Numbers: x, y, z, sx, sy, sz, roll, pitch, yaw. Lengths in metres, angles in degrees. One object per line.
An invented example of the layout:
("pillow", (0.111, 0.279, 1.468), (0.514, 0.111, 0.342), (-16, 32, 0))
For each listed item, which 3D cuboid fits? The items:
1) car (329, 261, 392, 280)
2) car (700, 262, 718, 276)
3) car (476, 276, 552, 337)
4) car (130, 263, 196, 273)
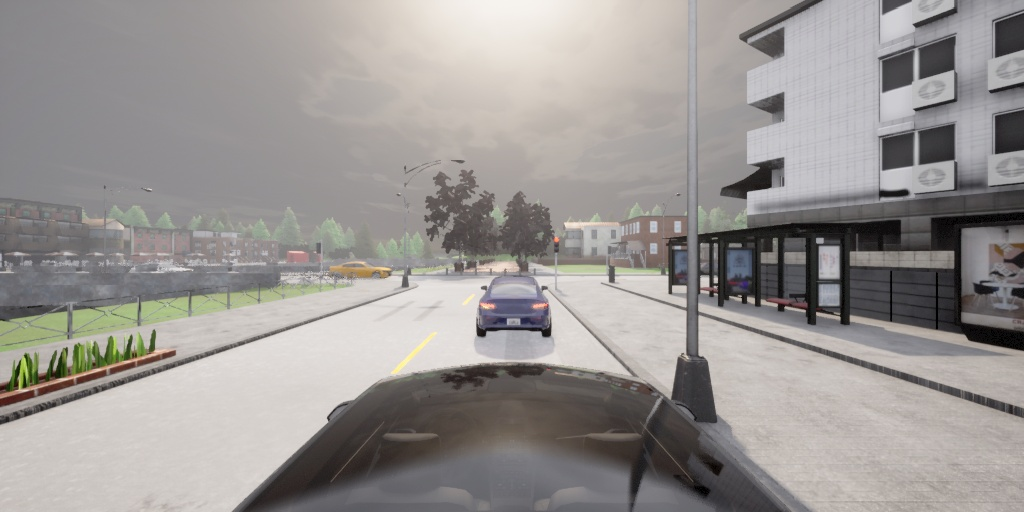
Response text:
("car", (-12.745, 1.228, 30.319), (5.008, 1.535, 1.882), (0, 0, 0))
("car", (18.904, 1.297, 34.431), (5.357, 1.411, 2.033), (0, 0, 0))
("car", (0.063, 1.276, 10.161), (1.812, 1.442, 4.674), (0, 0, 1))
("car", (-29.560, 1.275, 30.386), (4.674, 1.442, 1.812), (0, 0, 0))
